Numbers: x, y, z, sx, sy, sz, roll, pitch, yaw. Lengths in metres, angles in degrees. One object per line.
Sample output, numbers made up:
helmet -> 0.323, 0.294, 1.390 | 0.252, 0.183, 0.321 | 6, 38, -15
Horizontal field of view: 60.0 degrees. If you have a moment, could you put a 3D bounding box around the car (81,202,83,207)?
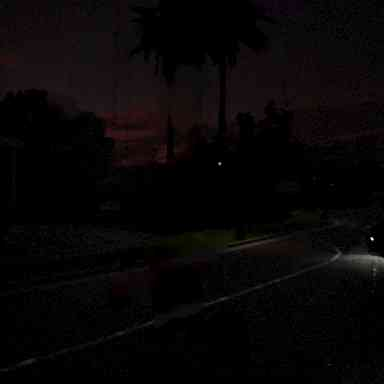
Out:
car -> -15.964, 1.423, 41.287 | 1.932, 1.855, 4.605 | 0, 0, 40

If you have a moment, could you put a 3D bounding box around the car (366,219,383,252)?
car -> 8.891, 1.673, 13.930 | 2.033, 1.411, 5.357 | 0, -1, 40
